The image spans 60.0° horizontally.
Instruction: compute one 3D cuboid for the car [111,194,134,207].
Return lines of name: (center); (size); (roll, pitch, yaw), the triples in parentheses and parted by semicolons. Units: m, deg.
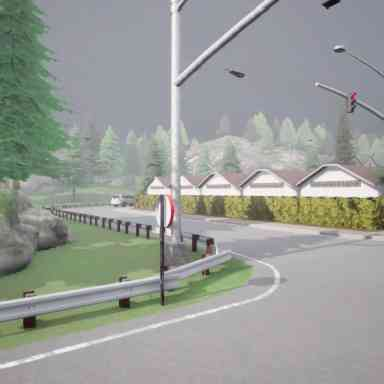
car: (-10.501, 1.398, 53.881); (2.150, 2.045, 5.566); (0, 0, 36)
